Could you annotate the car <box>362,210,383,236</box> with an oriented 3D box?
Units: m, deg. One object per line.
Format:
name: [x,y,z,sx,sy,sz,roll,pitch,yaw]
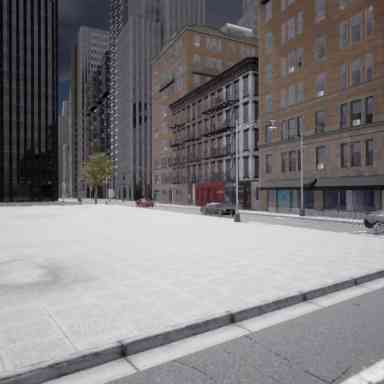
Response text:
car: [11.407,1.523,16.944,2.128,1.511,4.902,0,0,-44]

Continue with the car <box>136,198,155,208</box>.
car: [-7.460,1.738,52.651,1.882,1.535,5.008,0,-1,-26]

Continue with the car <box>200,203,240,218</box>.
car: [2.617,1.727,32.000,1.895,1.301,4.718,0,0,-26]
